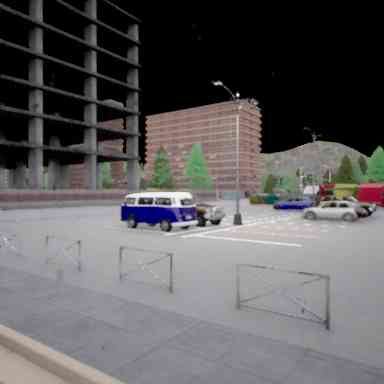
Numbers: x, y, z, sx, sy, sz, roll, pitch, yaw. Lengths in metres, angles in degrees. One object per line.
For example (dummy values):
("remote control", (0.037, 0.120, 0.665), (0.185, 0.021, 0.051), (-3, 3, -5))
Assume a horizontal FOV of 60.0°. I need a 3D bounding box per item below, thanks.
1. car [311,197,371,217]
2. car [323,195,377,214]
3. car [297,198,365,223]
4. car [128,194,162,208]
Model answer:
("car", (11.607, 1.356, 26.209), (3.905, 1.438, 1.784), (0, 0, 36))
("car", (13.132, 1.145, 28.417), (4.605, 1.855, 1.932), (0, 0, 36))
("car", (9.917, 1.387, 23.858), (3.806, 1.475, 1.970), (0, 0, 36))
("car", (-7.721, 1.484, 54.940), (1.895, 1.301, 4.718), (0, 0, 36))
